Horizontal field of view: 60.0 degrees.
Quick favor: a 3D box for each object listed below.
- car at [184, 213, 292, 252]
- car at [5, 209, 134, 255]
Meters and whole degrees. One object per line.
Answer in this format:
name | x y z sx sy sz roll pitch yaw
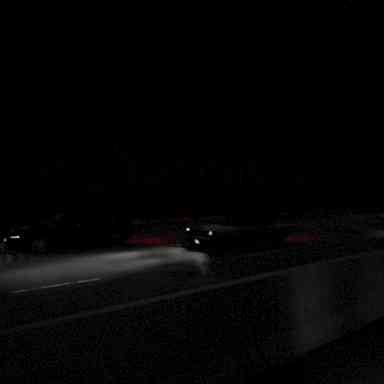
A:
car | 1.999 1.591 14.013 4.718 1.301 1.895 0 0 -35
car | -4.781 1.500 13.478 4.892 1.490 1.837 0 0 -35
